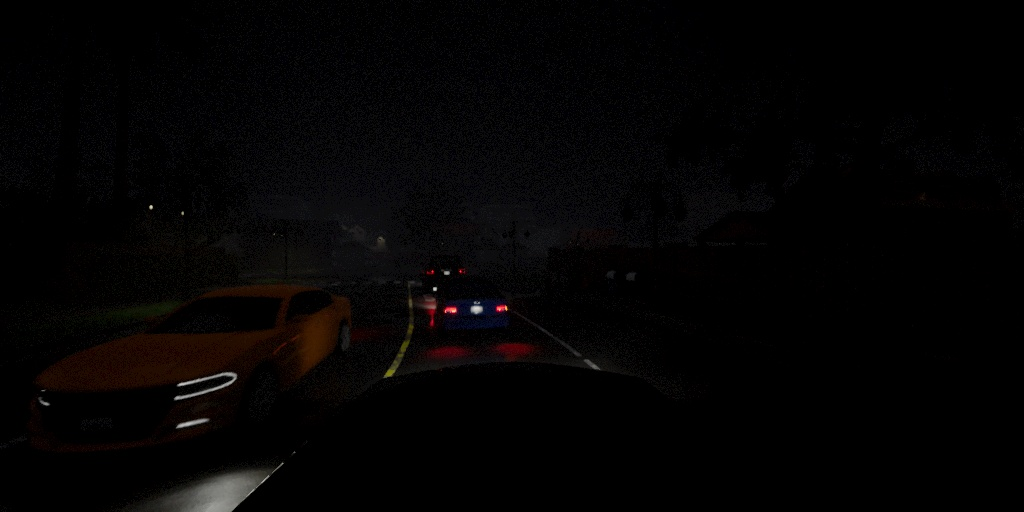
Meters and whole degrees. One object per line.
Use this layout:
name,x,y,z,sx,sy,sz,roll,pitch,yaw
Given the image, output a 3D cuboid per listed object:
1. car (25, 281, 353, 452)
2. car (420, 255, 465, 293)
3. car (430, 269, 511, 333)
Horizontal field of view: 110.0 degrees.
car,-4.067,1.226,5.667,1.882,1.535,5.008,0,0,-9
car,-4.013,0.957,20.716,2.150,2.045,5.566,0,0,-16
car,-1.357,1.289,10.819,2.033,1.411,5.357,0,0,-12
